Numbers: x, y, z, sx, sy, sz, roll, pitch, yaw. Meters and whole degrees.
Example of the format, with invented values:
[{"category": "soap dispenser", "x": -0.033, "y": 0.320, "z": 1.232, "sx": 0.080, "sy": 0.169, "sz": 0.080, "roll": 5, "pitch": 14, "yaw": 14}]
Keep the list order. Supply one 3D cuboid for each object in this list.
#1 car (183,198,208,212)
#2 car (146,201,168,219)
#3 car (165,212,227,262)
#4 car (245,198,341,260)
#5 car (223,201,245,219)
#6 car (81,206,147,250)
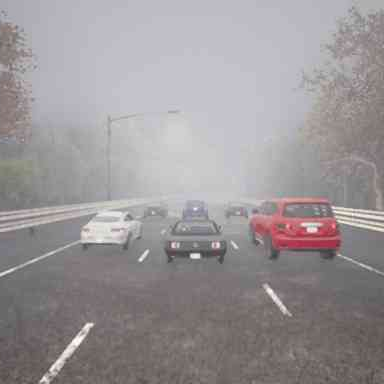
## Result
[{"category": "car", "x": 0.303, "y": 1.394, "z": 28.465, "sx": 2.097, "sy": 1.767, "sz": 4.553, "roll": 0, "pitch": 0, "yaw": 1}, {"category": "car", "x": -3.181, "y": 1.569, "z": 29.767, "sx": 1.812, "sy": 1.442, "sz": 4.674, "roll": 0, "pitch": 0, "yaw": 1}, {"category": "car", "x": 0.132, "y": 1.620, "z": 12.121, "sx": 1.895, "sy": 1.301, "sz": 4.718, "roll": 0, "pitch": 0, "yaw": 1}, {"category": "car", "x": 3.639, "y": 1.240, "z": 12.688, "sx": 2.150, "sy": 2.045, "sz": 5.566, "roll": 0, "pitch": 0, "yaw": 1}, {"category": "car", "x": 3.825, "y": 1.570, "z": 29.675, "sx": 1.812, "sy": 1.442, "sz": 4.674, "roll": 0, "pitch": 0, "yaw": 1}, {"category": "car", "x": -3.346, "y": 1.547, "z": 14.419, "sx": 1.812, "sy": 1.442, "sz": 4.674, "roll": 0, "pitch": 0, "yaw": 1}]
